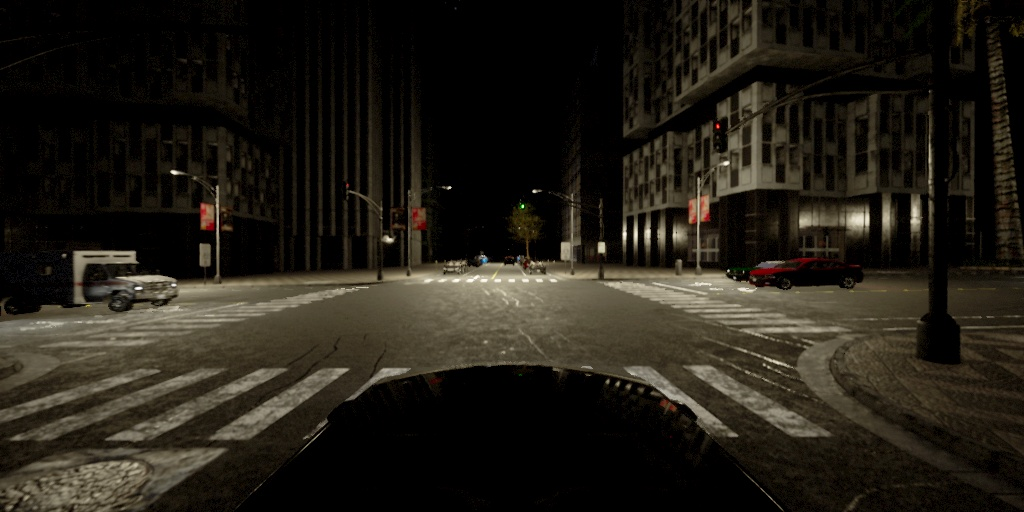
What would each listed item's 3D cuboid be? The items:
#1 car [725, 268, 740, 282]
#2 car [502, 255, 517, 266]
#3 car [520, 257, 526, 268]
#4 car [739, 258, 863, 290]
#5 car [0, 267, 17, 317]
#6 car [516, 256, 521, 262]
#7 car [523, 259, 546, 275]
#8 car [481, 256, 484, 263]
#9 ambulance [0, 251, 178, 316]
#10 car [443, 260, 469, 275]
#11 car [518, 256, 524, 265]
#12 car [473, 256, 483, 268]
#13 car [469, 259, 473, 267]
[{"bbox_3d":[15.590,0.966,21.550,4.718,1.301,1.895,-1,0,0],"label":"car"},{"bbox_3d":[-0.497,1.047,64.951,1.837,1.490,4.892,0,0,-1],"label":"car"},{"bbox_3d":[2.434,1.139,47.841,1.888,1.381,4.507,0,0,-1],"label":"car"},{"bbox_3d":[14.861,0.874,18.296,5.008,1.535,1.882,-2,0,0],"label":"car"},{"bbox_3d":[-19.550,1.408,11.367,4.553,1.767,2.097,-1,0,0],"label":"car"},{"bbox_3d":[2.283,1.098,63.156,2.007,1.370,4.403,0,0,-1],"label":"car"},{"bbox_3d":[2.541,1.180,36.952,2.007,1.370,4.403,0,0,-1],"label":"car"},{"bbox_3d":[-6.228,1.077,61.677,1.751,1.417,4.829,0,0,-1],"label":"car"},{"bbox_3d":[-17.632,1.034,14.729,6.366,2.431,2.351,-1,0,0],"label":"ambulance"},{"bbox_3d":[-5.983,1.180,36.872,2.007,1.370,4.403,0,0,-1],"label":"car"},{"bbox_3d":[2.381,1.127,53.284,2.007,1.370,4.403,0,0,-1],"label":"car"},{"bbox_3d":[-6.176,1.134,56.434,1.948,1.339,4.313,0,0,-1],"label":"car"},{"bbox_3d":[-6.033,1.164,41.864,2.007,1.370,4.403,0,0,-1],"label":"car"}]
